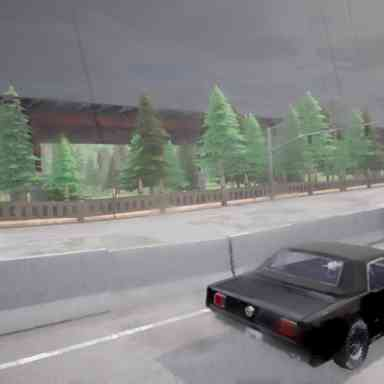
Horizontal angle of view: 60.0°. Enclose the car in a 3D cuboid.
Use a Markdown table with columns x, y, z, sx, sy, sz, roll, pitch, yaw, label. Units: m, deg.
| x | y | z | sx | sy | sz | roll | pitch | yaw | label |
| --- | --- | --- | --- | --- | --- | --- | --- | --- | --- |
| 2.607 | 1.530 | 5.621 | 4.718 | 1.301 | 1.895 | -2 | 1 | -36 | car |
